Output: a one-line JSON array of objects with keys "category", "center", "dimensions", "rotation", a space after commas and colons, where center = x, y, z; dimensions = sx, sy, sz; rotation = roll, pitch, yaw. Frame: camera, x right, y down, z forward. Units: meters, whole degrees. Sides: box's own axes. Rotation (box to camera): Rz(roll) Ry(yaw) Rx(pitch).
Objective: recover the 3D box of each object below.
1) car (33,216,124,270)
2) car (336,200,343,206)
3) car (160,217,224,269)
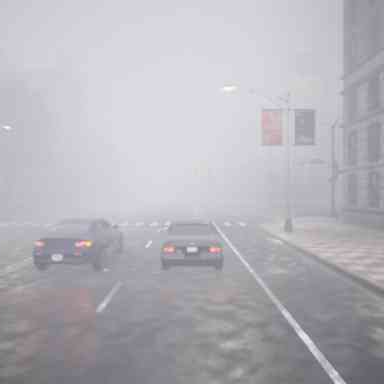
[{"category": "car", "center": [-3.508, 1.528, 10.942], "dimensions": [1.812, 1.442, 4.674], "rotation": [0, 0, 0]}, {"category": "car", "center": [23.710, 1.515, 48.689], "dimensions": [4.892, 1.490, 1.837], "rotation": [0, 0, 0]}, {"category": "car", "center": [-0.009, 1.549, 11.165], "dimensions": [2.033, 1.411, 5.357], "rotation": [0, 0, 0]}]
